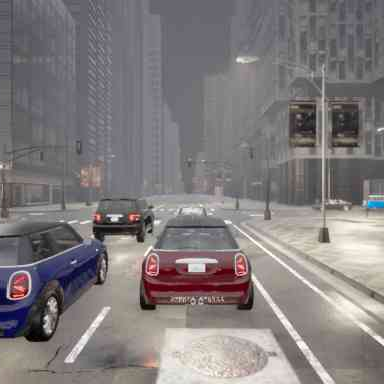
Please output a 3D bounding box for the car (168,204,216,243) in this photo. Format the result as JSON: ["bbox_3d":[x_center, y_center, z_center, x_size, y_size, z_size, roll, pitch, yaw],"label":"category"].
[{"bbox_3d":[0.050,1.491,17.147,2.128,1.511,4.902,0,0,2],"label":"car"}]

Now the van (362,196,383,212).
[{"bbox_3d":[21.407,1.292,37.556,3.998,1.788,1.690,0,0,0],"label":"van"}]

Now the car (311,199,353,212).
[{"bbox_3d":[15.789,1.513,37.567,4.403,1.369,2.008,0,0,0],"label":"car"}]

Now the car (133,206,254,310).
[{"bbox_3d":[0.081,1.352,7.960,2.097,1.767,4.553,0,0,0],"label":"car"}]

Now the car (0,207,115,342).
[{"bbox_3d":[-3.166,1.352,6.640,2.097,1.767,4.553,0,0,0],"label":"car"}]

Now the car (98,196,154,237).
[{"bbox_3d":[-3.188,1.222,16.352,2.150,2.045,5.566,0,0,0],"label":"car"}]
